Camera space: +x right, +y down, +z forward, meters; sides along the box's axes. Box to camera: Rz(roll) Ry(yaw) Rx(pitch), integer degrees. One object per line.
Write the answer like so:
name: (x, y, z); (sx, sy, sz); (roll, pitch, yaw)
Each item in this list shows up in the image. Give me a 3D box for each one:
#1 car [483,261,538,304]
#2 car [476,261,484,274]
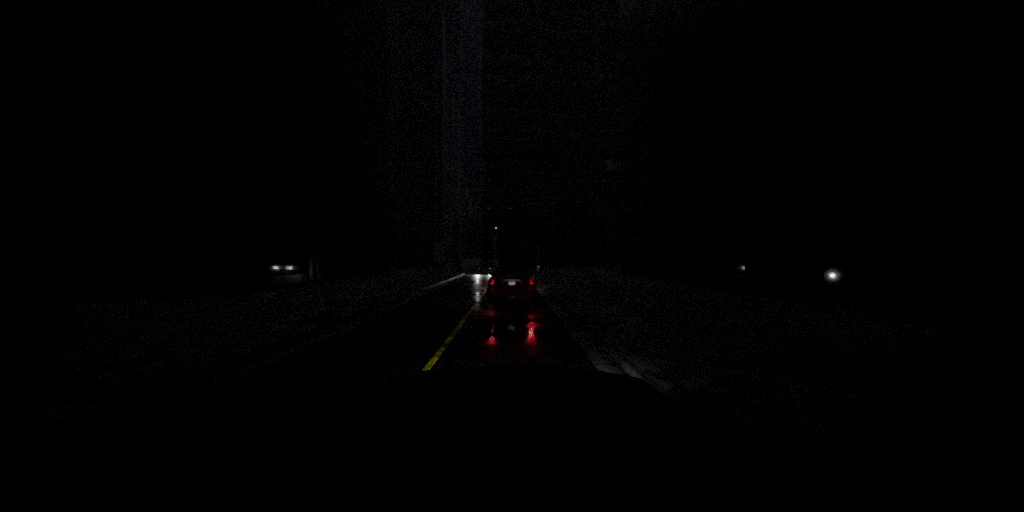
car: (0.000, 1.113, 16.470); (2.097, 1.767, 4.553); (0, 0, 0)
car: (-3.000, 1.298, 41.501); (1.837, 1.490, 4.892); (0, 0, 0)
